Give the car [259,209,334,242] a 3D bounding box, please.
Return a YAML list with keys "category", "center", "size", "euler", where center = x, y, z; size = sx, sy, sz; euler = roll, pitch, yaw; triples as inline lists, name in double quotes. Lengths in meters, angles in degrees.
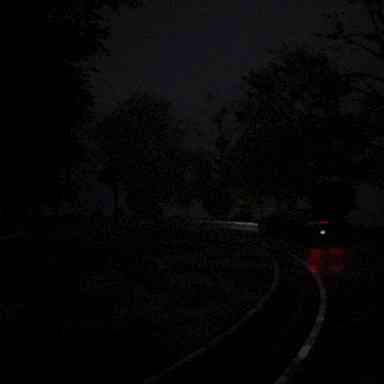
- category: "car"
  center: [5.291, 1.665, 17.600]
  size: [2.128, 1.511, 4.902]
  euler: [0, -1, -17]
